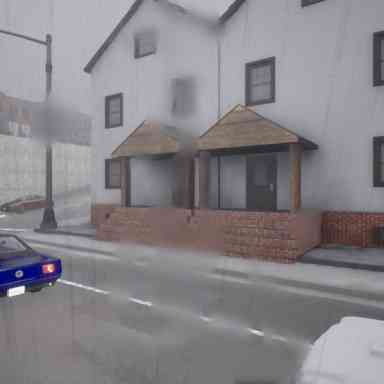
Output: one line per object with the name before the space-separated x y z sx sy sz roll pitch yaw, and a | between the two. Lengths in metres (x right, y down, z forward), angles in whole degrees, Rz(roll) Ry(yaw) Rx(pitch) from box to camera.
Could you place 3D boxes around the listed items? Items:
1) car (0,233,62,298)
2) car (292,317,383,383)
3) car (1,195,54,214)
car | -5.131 1.601 7.632 4.718 1.301 1.895 0 0 36
car | 2.984 1.601 1.853 4.718 1.301 1.895 0 0 36
car | -14.385 0.973 29.266 1.994 1.385 4.181 0 7 35
